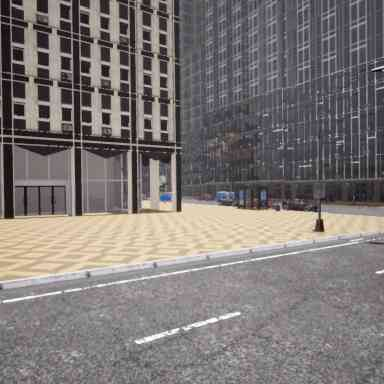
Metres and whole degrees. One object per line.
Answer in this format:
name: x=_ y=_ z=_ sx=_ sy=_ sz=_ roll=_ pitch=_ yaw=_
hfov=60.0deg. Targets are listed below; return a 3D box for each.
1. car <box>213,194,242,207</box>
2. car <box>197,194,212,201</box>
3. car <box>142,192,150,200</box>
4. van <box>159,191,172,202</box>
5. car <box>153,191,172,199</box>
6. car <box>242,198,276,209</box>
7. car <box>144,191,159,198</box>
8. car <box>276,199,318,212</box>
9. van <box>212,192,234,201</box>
car: x=5.317 y=1.319 z=45.207 sx=1.947 sy=1.339 sz=4.313 roll=0 pitch=1 yaw=-34
car: x=2.679 y=1.043 z=64.042 sx=1.802 sy=1.307 sz=4.206 roll=0 pitch=1 yaw=-34
car: x=-10.650 y=1.039 z=68.713 sx=2.008 sy=1.369 sz=4.403 roll=0 pitch=1 yaw=-34
van: x=-4.245 y=0.937 z=59.319 sx=1.690 sy=1.788 sz=3.998 roll=0 pitch=1 yaw=-34
car: x=-6.928 y=0.615 z=78.126 sx=2.192 sy=1.841 sz=5.009 roll=0 pitch=1 yaw=-34
car: x=8.471 y=1.388 z=40.479 sx=1.802 sy=1.307 sz=4.206 roll=0 pitch=1 yaw=-34
car: x=-10.131 y=0.686 z=82.822 sx=1.967 sy=1.590 sz=4.097 roll=0 pitch=1 yaw=-34
car: x=11.659 y=1.424 z=35.771 sx=1.947 sy=1.339 sz=4.313 roll=0 pitch=1 yaw=-34
van: x=5.880 y=0.855 z=59.343 sx=1.690 sy=1.788 sz=3.998 roll=0 pitch=1 yaw=-34
